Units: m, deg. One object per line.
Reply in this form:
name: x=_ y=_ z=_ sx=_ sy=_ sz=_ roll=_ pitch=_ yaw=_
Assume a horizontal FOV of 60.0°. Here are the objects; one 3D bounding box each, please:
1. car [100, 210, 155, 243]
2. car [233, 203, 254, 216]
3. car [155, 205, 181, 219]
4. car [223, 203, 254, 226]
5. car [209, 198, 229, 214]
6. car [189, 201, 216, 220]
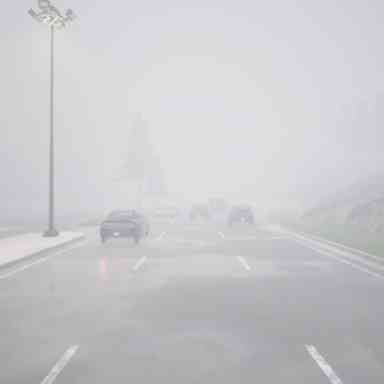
car: x=-3.398 y=1.698 z=17.405 sx=2.128 sy=1.511 sz=4.902 roll=0 pitch=-1 yaw=0
car: x=6.254 y=2.036 z=40.002 sx=1.994 sy=1.385 sz=4.181 roll=0 pitch=-1 yaw=15
car: x=-2.427 y=2.006 z=34.355 sx=1.895 sy=1.301 sz=4.718 roll=0 pitch=-1 yaw=10
car: x=3.774 y=1.815 z=26.583 sx=1.837 sy=1.490 sz=4.892 roll=0 pitch=-2 yaw=2
car: x=3.480 y=1.732 z=43.159 sx=2.150 sy=2.045 sz=5.566 roll=0 pitch=-1 yaw=16
car: x=0.939 y=1.892 z=32.796 sx=1.837 sy=1.490 sz=4.892 roll=0 pitch=-1 yaw=9
